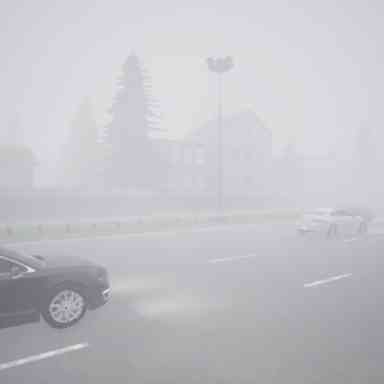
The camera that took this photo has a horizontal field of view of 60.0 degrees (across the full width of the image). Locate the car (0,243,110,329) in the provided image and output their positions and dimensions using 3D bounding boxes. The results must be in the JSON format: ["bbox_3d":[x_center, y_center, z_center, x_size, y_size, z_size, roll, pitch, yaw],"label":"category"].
[{"bbox_3d":[-3.784,1.505,5.345,4.892,1.490,1.837,0,0,-36],"label":"car"}]

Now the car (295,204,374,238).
[{"bbox_3d":[7.396,1.538,17.621,4.674,1.442,1.812,0,0,-36],"label":"car"}]
